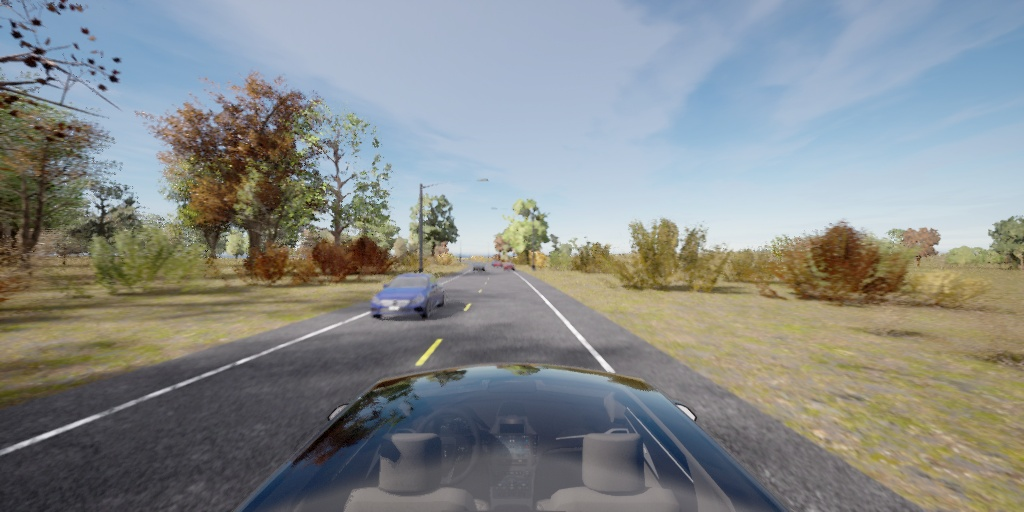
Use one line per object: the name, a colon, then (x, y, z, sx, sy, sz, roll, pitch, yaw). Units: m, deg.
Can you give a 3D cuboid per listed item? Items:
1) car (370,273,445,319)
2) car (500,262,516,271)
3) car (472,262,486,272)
car: (-3.684, 1.386, 13.463, 1.812, 1.442, 4.674, 0, 0, -1)
car: (-0.499, 1.728, 58.318, 1.812, 1.442, 4.674, 0, 0, -4)
car: (-5.162, 1.675, 56.381, 1.882, 1.535, 5.008, 0, 0, -3)
